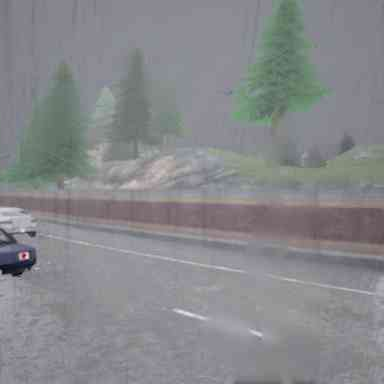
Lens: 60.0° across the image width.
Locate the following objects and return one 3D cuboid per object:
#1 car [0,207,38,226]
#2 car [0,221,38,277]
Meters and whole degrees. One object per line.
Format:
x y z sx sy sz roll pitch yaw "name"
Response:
-9.300 1.485 16.559 4.674 1.442 1.812 0 0 43 "car"
-6.191 1.574 9.049 4.718 1.301 1.895 0 0 40 "car"
